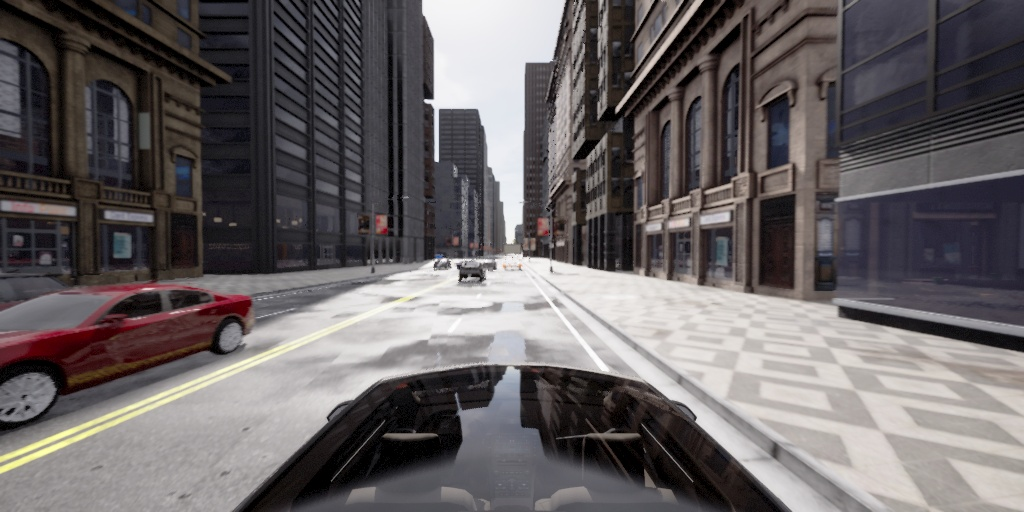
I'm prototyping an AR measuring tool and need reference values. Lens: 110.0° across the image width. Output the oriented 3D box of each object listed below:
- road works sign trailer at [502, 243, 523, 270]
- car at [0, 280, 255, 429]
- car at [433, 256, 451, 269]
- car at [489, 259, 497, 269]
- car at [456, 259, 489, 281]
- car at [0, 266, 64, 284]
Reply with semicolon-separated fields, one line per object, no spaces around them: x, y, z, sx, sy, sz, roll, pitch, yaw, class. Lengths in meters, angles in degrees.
0.077;0.073;48.849;2.380;3.560;2.880;0;0;0;road works sign trailer
-6.599;1.218;5.794;1.882;1.535;5.008;0;0;0;car
-9.798;1.091;50.655;2.128;1.511;4.902;0;0;0;car
-3.138;1.144;51.173;2.033;1.411;5.357;0;0;0;car
-3.144;1.194;29.024;1.837;1.490;4.892;0;0;0;car
-9.849;1.092;5.722;2.097;1.767;4.553;0;0;0;car
